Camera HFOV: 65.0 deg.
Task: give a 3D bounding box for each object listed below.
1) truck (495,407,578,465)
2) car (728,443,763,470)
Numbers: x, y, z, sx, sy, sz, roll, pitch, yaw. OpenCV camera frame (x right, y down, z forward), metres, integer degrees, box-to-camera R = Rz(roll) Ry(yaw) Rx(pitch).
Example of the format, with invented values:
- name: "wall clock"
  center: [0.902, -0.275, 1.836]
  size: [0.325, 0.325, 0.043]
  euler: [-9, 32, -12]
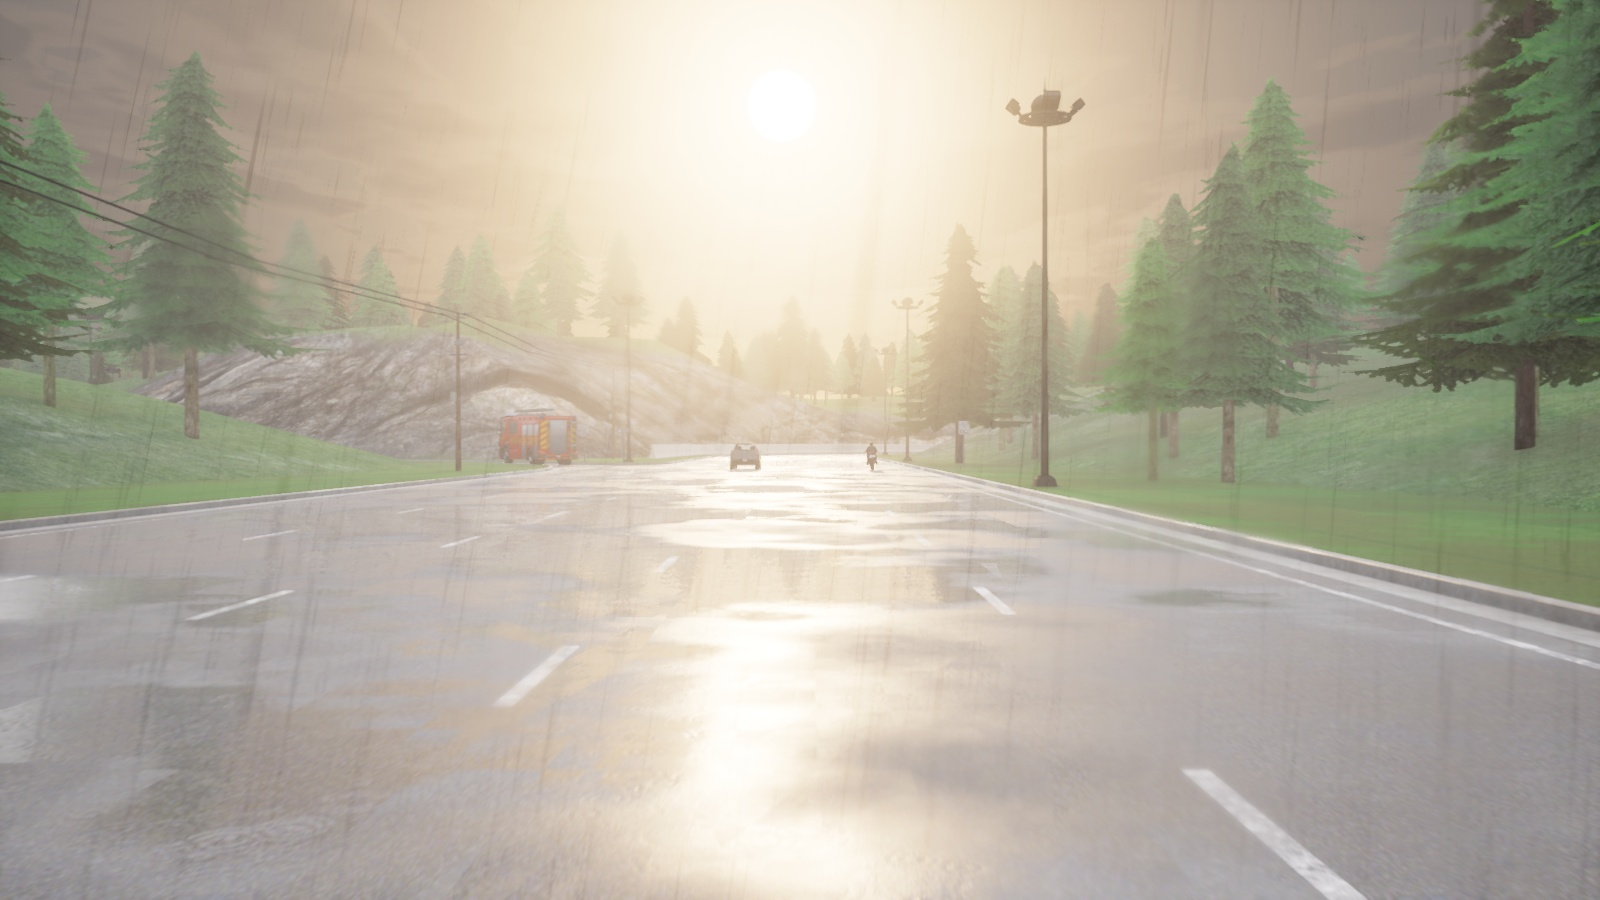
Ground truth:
- name: "truck"
  center: [-18.445, -0.925, 87.434]
  size: [2.891, 3.827, 8.468]
  euler: [0, 0, -32]
- name: "car"
  center: [-3.077, 0.354, 71.746]
  size: [1.845, 1.501, 3.633]
  euler: [0, 0, 0]
